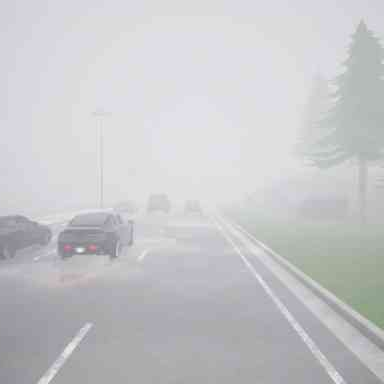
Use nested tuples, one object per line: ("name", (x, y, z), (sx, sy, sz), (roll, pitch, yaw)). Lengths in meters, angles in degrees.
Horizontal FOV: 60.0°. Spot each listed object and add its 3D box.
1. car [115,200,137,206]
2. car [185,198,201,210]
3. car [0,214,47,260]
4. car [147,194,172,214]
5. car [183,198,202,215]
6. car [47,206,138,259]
("car", (-6.901, 1.563, 34.898), (1.994, 1.385, 4.181), (0, 0, 0))
("car", (0.138, 1.547, 44.509), (2.033, 1.411, 5.357), (0, 0, 1))
("car", (-6.900, 1.526, 12.237), (1.812, 1.442, 4.674), (0, 0, 0))
("car", (-3.400, 1.223, 35.349), (2.150, 2.045, 5.566), (0, 0, 0))
("car", (0.095, 1.547, 34.434), (2.033, 1.411, 5.357), (0, 0, 0))
("car", (-3.399, 1.505, 12.531), (1.837, 1.490, 4.892), (0, 0, 0))
